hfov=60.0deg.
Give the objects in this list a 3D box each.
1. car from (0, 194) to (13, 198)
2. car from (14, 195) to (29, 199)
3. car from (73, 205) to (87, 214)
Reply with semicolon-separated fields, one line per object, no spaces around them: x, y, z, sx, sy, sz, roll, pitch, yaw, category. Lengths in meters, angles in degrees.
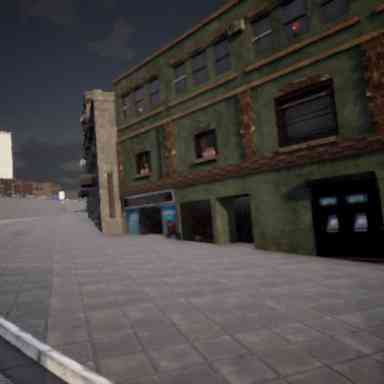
-45.161;1.212;77.980;2.163;1.488;4.792;-6;-4;13;car
-43.942;1.488;83.356;2.002;1.452;4.674;-6;-4;12;car
-22.765;3.590;69.595;2.097;1.767;4.553;-6;-3;20;car
